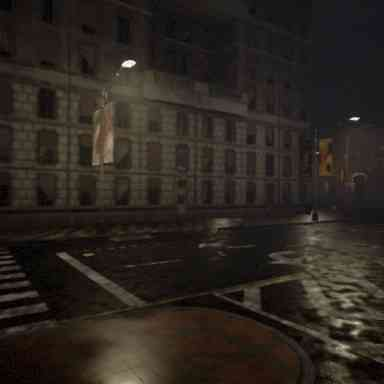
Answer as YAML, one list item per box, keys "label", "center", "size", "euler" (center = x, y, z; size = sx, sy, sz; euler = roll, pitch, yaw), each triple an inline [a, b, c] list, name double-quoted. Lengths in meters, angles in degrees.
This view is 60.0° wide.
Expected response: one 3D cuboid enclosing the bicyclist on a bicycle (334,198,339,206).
- label: "bicyclist on a bicycle"
  center: [27.641, 1.872, 63.637]
  size: [1.656, 1.620, 0.582]
  euler: [0, 0, -34]
